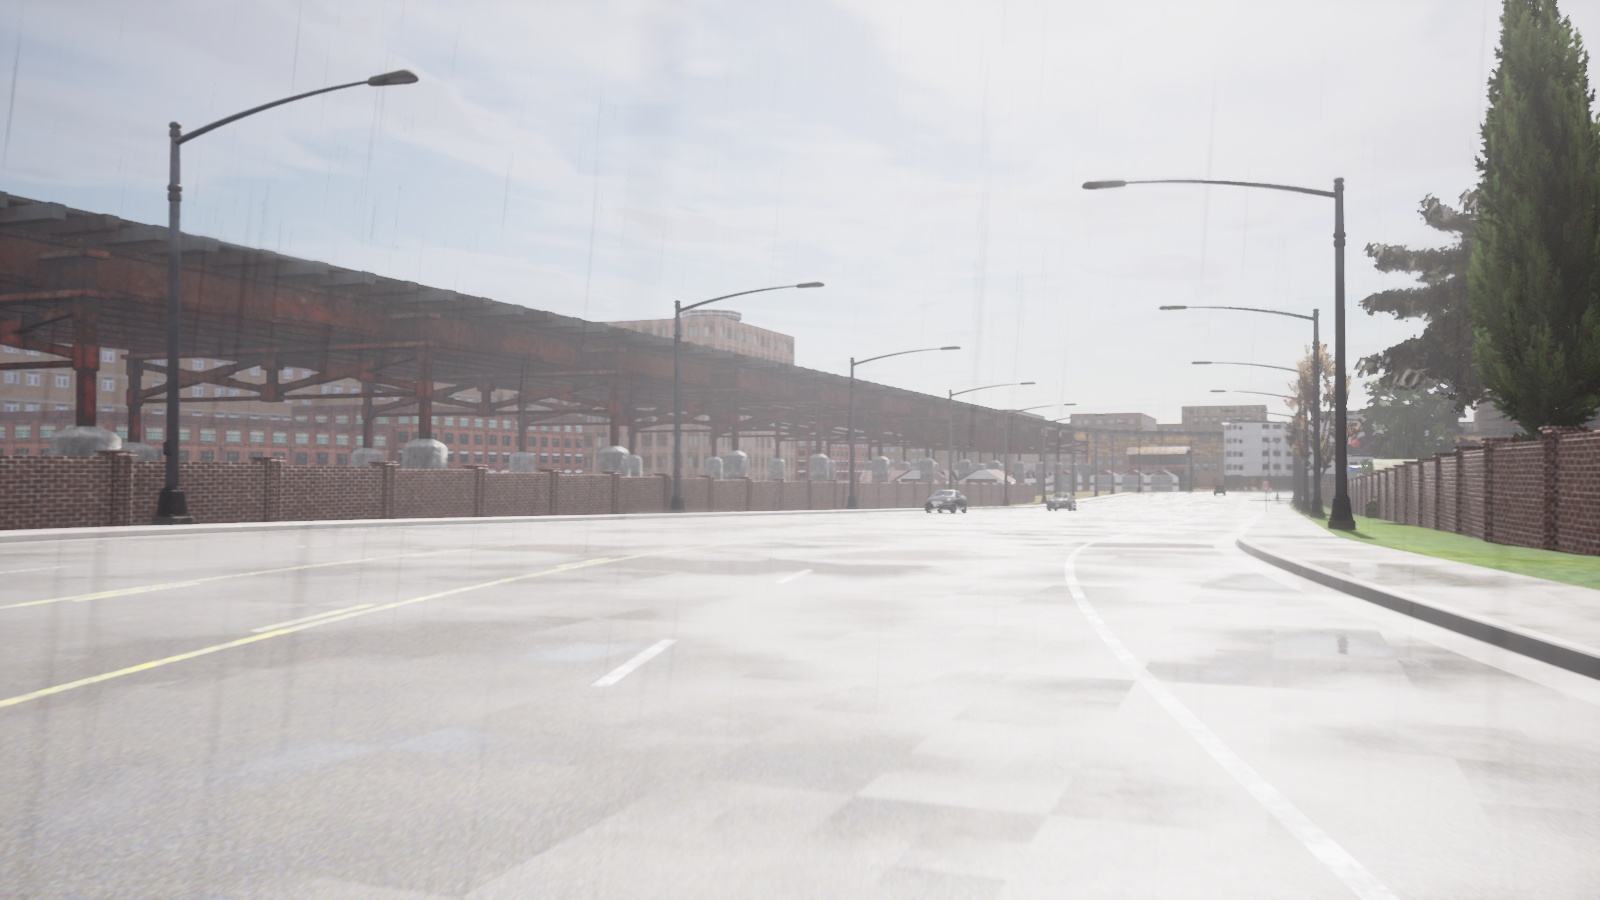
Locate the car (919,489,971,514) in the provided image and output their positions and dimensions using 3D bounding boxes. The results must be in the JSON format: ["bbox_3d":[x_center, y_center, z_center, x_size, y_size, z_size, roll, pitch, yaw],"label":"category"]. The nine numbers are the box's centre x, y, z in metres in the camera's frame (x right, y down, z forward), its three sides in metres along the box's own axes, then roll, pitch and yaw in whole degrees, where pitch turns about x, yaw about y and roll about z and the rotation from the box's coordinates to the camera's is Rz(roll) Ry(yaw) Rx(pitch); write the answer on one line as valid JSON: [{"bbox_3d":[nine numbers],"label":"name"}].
[{"bbox_3d":[9.187,3.230,79.407,2.128,1.511,4.902,0,-2,21],"label":"car"}]
